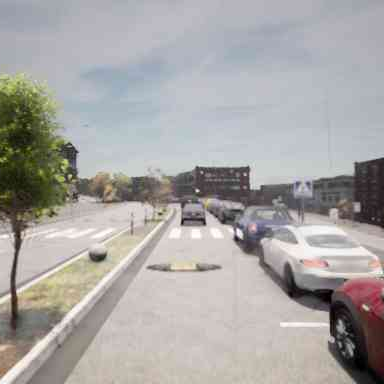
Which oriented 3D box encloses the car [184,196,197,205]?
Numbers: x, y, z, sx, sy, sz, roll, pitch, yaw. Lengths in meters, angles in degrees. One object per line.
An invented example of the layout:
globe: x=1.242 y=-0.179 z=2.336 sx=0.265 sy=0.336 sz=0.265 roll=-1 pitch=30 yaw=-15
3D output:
car: x=-0.328 y=1.727 z=69.278 sx=2.185 sy=1.767 sz=4.553 roll=0 pitch=-1 yaw=-9

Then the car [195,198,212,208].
car: x=1.788 y=1.730 z=52.839 sx=2.163 sy=1.488 sz=4.792 roll=0 pitch=0 yaw=-5

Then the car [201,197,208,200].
car: x=2.285 y=1.530 z=47.133 sx=2.185 sy=1.767 sz=4.553 roll=0 pitch=0 yaw=-4

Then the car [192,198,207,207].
car: x=1.203 y=1.784 z=58.327 sx=2.002 sy=1.452 sz=4.674 roll=0 pitch=0 yaw=-6

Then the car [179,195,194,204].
car: x=-1.268 y=1.688 z=74.811 sx=2.435 sy=2.045 sz=5.566 roll=0 pitch=-1 yaw=-10

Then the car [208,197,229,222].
car: x=2.982 y=1.531 z=30.529 sx=2.231 sy=1.521 sz=4.892 roll=0 pitch=0 yaw=0

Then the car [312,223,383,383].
car: x=2.996 y=1.356 z=2.898 sx=2.185 sy=1.767 sz=4.553 roll=0 pitch=0 yaw=0

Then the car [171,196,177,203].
car: x=-3.493 y=2.216 z=85.622 sx=2.002 sy=1.452 sz=4.674 roll=0 pitch=-1 yaw=-12

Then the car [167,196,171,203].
car: x=-4.764 y=2.368 z=91.014 sx=2.002 sy=1.452 sz=4.674 roll=0 pitch=-2 yaw=-14

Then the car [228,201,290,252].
car: x=2.994 y=1.369 z=14.068 sx=2.185 sy=1.767 sz=4.553 roll=0 pitch=0 yaw=0

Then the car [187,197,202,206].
car: x=0.514 y=1.789 z=63.705 sx=2.231 sy=1.521 sz=4.892 roll=0 pitch=0 yaw=-7

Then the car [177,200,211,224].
car: x=0.093 y=1.576 z=25.004 sx=2.033 sy=1.411 sz=5.357 roll=0 pitch=0 yaw=0

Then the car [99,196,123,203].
car: x=-22.103 y=2.222 z=92.324 sx=5.566 sy=2.045 sz=2.435 roll=0 pitch=-2 yaw=-15

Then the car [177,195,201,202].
car: x=-0.419 y=1.364 z=42.922 sx=2.150 sy=2.045 sz=5.566 roll=0 pitch=0 yaw=-3

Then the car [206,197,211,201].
car: x=2.868 y=1.609 z=36.076 sx=2.002 sy=1.452 sz=4.674 roll=0 pitch=0 yaw=-1

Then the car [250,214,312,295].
car: x=2.995 y=1.528 z=8.575 sx=2.002 sy=1.452 sz=4.674 roll=0 pitch=0 yaw=0
